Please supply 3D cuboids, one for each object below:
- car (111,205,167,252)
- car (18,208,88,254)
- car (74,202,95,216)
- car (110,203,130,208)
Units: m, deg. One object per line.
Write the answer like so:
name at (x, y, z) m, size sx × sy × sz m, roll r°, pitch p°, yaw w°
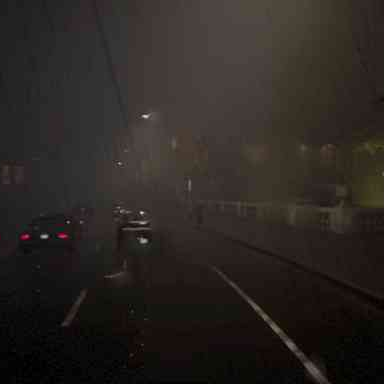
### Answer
car at (-2.271, 1.538, 14.223) m, size 2.128 × 1.511 × 4.902 m, roll 0°, pitch 0°, yaw -13°
car at (-5.725, 1.609, 13.955) m, size 2.033 × 1.411 × 5.357 m, roll 0°, pitch 0°, yaw -14°
car at (-11.106, 1.701, 34.262) m, size 1.994 × 1.385 × 4.181 m, roll 0°, pitch 0°, yaw -15°
car at (-6.299, 1.651, 29.847) m, size 2.033 × 1.411 × 5.357 m, roll 0°, pitch 0°, yaw -15°
